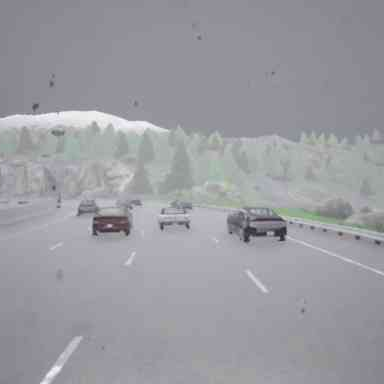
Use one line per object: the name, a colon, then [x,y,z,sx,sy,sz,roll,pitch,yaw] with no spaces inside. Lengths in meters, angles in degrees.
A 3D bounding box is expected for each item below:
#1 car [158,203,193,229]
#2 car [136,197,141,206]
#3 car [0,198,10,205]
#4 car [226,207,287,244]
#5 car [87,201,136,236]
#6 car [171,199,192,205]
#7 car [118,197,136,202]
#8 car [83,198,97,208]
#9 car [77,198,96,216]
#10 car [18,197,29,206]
car: [-1.261,1.621,21.943,1.895,1.301,4.718,-1,0,-7]
car: [-9.957,1.650,56.552,1.837,1.490,4.892,0,0,-21]
car: [-37.963,1.902,67.028,1.812,1.442,4.674,-1,0,-28]
car: [2.901,1.454,15.820,2.128,1.511,4.902,-1,0,-6]
car: [-4.419,1.541,18.985,1.882,1.535,5.008,0,0,-7]
car: [-1.439,1.572,42.678,2.033,1.411,5.357,-1,0,-17]
car: [-9.345,1.681,45.091,2.033,1.411,5.357,-1,0,-19]
car: [-16.955,1.746,55.130,1.837,1.490,4.892,0,0,-21]
car: [-10.781,1.645,34.697,2.128,1.511,4.902,-1,0,-13]
car: [-32.313,1.825,63.760,1.882,1.535,5.008,-1,0,-26]
